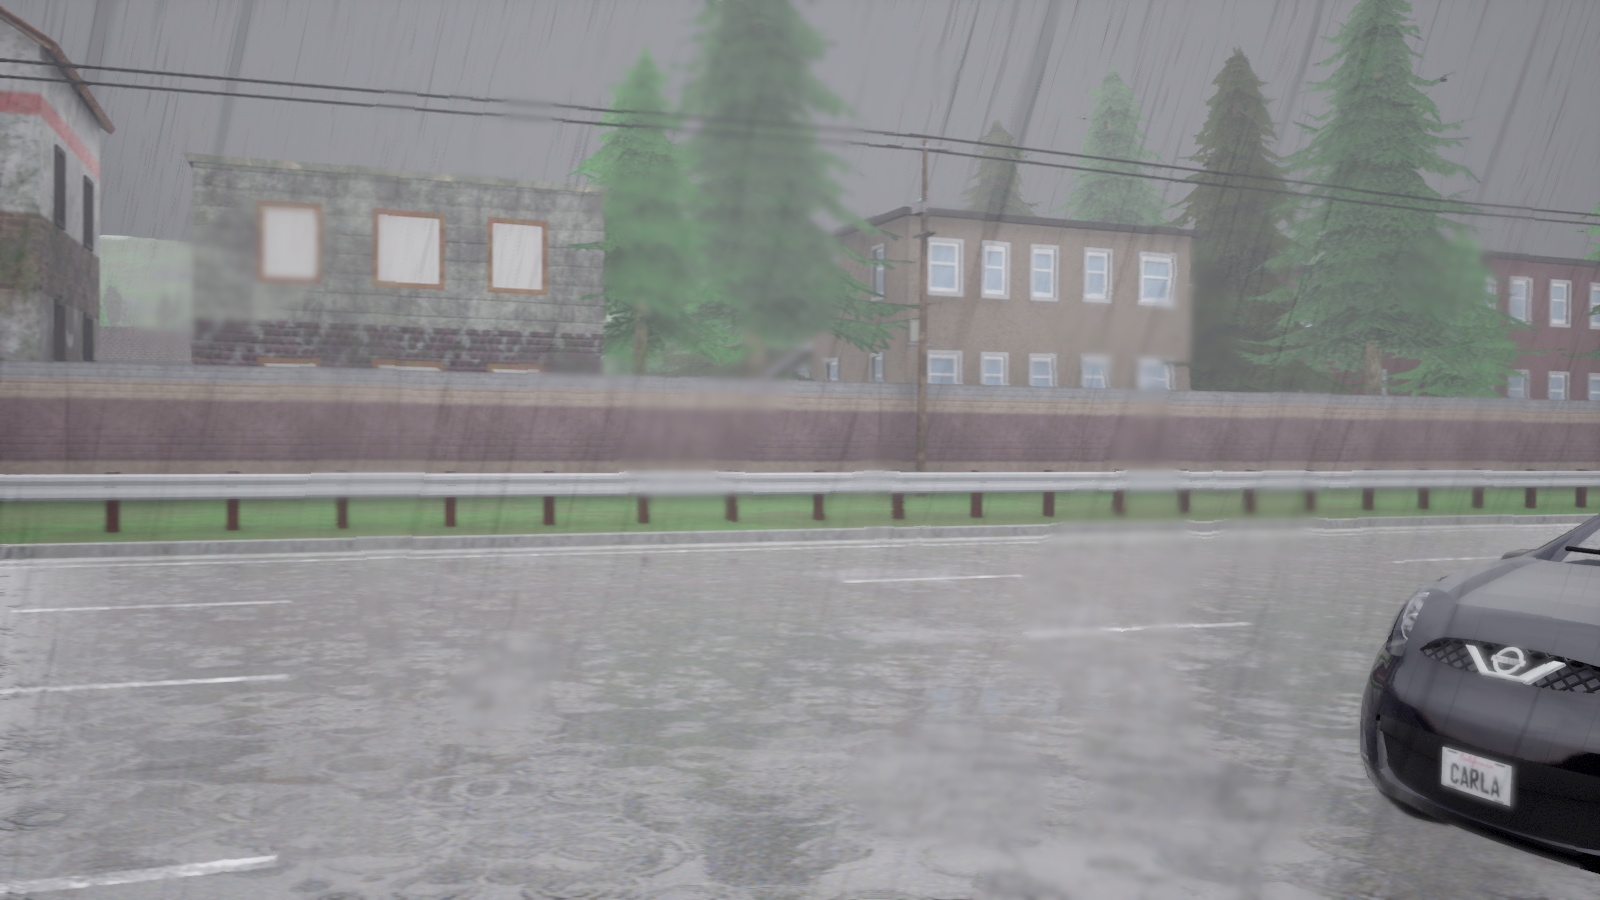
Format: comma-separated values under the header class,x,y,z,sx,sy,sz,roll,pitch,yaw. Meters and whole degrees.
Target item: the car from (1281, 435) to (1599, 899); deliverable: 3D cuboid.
class,x,y,z,sx,sy,sz,roll,pitch,yaw
car,3.922,0.693,4.728,3.633,1.501,1.845,-1,1,-21
